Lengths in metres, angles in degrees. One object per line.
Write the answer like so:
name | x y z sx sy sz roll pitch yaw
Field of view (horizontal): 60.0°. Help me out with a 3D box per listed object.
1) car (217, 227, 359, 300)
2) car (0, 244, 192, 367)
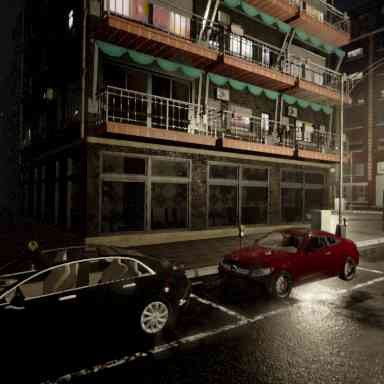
car | 2.567 1.584 8.345 4.206 1.307 1.802 0 1 -36
car | -2.057 1.551 5.036 4.403 1.369 2.008 0 1 -36
